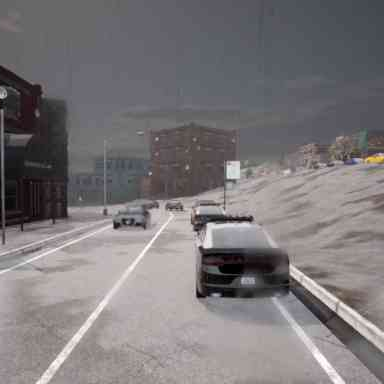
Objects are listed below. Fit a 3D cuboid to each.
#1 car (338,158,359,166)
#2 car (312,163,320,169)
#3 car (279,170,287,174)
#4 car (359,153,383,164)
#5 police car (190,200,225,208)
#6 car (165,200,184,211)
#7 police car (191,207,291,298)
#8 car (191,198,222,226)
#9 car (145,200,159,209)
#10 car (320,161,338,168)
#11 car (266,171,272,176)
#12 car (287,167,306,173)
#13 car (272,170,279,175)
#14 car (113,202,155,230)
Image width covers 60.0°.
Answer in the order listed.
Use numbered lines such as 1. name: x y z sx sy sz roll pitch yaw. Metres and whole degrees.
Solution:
1. car: 21.916 -3.831 44.327 2.002 1.452 4.674 0 1 -3
2. car: 21.509 -4.046 55.385 2.231 1.521 4.892 0 1 -1
3. car: 21.085 -4.203 71.813 2.002 1.452 4.674 0 1 -1
4. car: 22.290 -3.768 38.791 2.097 1.535 5.008 0 1 -4
5. police car: 0.975 1.426 18.667 1.930 1.638 5.238 0 0 0
6. car: -2.481 1.865 46.247 1.812 1.442 4.674 0 -1 -16
7. police car: 1.016 1.422 8.662 1.930 1.638 5.238 0 0 0
8. car: 0.951 1.379 24.532 2.097 1.767 4.553 0 0 0
9. car: -7.404 2.217 58.844 1.837 1.490 4.892 -1 -2 -31
10. car: 21.660 -3.967 49.867 2.231 1.521 4.892 0 1 -2
11. car: 20.796 -4.496 83.004 2.185 1.767 4.553 0 1 -1
12. car: 21.226 -4.304 66.320 2.185 1.767 4.553 0 1 -1
13. car: 20.938 -4.435 77.485 2.185 1.767 4.553 0 1 -1
14. car: -3.721 1.573 21.255 1.994 1.385 4.181 0 0 -1
